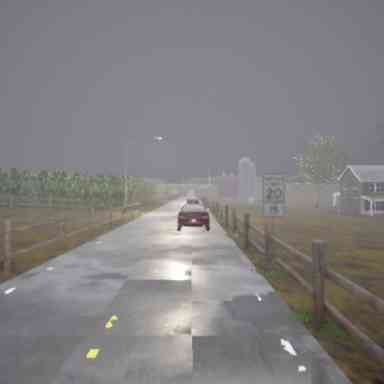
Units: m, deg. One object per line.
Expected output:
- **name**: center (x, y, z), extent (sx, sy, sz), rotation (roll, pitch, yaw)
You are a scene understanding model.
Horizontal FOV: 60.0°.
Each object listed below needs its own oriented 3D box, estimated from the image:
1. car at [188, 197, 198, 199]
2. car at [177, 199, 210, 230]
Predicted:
- **car**: center (0.110, 1.417, 49.450), extent (1.882, 1.535, 5.008), rotation (0, 0, 0)
- **car**: center (0.096, 1.459, 21.044), extent (1.882, 1.535, 5.008), rotation (0, 0, 0)
